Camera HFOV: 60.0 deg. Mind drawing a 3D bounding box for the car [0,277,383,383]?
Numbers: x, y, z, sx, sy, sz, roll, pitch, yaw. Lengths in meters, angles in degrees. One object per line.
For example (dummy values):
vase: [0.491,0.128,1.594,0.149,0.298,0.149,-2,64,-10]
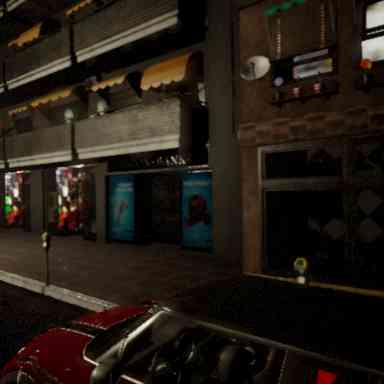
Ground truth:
car: [0.273,1.433,2.562,4.097,1.590,1.967,0,-1,36]
